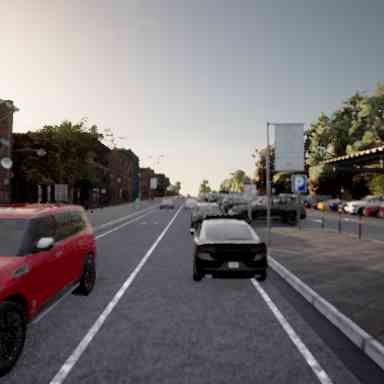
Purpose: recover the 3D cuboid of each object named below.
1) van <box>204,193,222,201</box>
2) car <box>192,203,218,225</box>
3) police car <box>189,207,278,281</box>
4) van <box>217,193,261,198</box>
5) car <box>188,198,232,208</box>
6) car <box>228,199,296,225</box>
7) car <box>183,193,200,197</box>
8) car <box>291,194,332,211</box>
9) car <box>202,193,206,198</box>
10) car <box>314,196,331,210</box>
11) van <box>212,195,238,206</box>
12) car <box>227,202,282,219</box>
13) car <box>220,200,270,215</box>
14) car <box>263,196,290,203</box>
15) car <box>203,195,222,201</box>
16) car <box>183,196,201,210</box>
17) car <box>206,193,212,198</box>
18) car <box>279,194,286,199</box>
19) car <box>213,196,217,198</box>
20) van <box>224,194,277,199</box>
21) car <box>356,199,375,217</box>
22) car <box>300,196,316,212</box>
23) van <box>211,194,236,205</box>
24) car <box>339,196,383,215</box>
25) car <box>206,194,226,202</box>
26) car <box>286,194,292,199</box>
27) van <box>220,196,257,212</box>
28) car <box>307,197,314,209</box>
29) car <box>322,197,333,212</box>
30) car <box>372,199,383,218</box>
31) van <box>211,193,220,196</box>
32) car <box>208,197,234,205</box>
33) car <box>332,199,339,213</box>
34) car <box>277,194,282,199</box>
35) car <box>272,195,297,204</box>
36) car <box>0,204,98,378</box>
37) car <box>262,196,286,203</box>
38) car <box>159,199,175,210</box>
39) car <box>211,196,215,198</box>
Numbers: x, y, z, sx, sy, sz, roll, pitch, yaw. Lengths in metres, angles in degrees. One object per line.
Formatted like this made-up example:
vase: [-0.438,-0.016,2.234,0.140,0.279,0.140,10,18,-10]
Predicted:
van: [5.419,1.347,86.585,4.442,1.987,1.878,0,0,0]
car: [0.940,1.649,26.201,1.837,1.490,4.892,0,0,0]
police car: [0.962,1.502,10.292,1.930,1.638,5.238,0,0,0]
van: [5.548,1.459,38.926,4.442,1.987,1.878,0,0,0]
car: [0.948,1.471,20.165,2.097,1.767,4.553,0,0,0]
car: [5.510,1.635,27.708,5.366,1.575,1.946,0,0,0]
car: [-0.081,1.526,60.797,2.097,1.767,4.553,0,0,0]
car: [18.684,1.445,50.796,5.566,2.045,2.435,0,0,0]
car: [5.545,1.371,72.569,5.566,2.045,2.435,0,0,0]
car: [18.920,1.691,42.467,5.366,1.575,1.946,0,0,0]
van: [5.728,1.447,58.553,4.442,1.987,1.878,0,0,0]
car: [5.690,1.690,30.511,4.674,1.452,2.002,0,0,0]
car: [5.667,1.674,36.118,5.008,1.535,2.097,0,0,0]
car: [18.467,1.619,73.003,5.366,1.575,1.946,0,0,0]
car: [5.523,1.563,89.390,5.008,1.535,2.097,0,0,0]
car: [-0.055,1.709,46.717,1.812,1.442,4.674,0,0,0]
car: [5.591,1.431,55.749,5.566,2.045,2.435,0,0,0]
car: [18.876,1.669,59.125,5.366,1.575,1.946,0,0,0]
car: [5.639,1.739,47.338,4.674,1.452,2.002,0,0,0]
van: [5.797,1.436,33.316,4.442,1.987,1.878,0,0,0]
car: [18.770,1.654,31.362,5.008,1.535,2.097,0,0,0]
car: [18.749,1.729,48.022,4.792,1.488,2.163,0,0,0]
van: [5.721,1.437,61.357,4.442,1.987,1.878,0,0,0]
car: [18.729,1.415,34.138,5.566,2.045,2.435,0,0,0]
car: [5.528,1.477,78.176,4.553,1.767,2.185,0,0,0]
car: [18.733,1.440,53.573,5.566,2.045,2.435,0,0,0]
van: [5.774,1.466,41.728,4.442,1.987,1.878,0,0,0]
car: [18.698,1.731,45.239,4.792,1.488,2.163,0,0,0]
car: [18.737,1.687,39.690,5.008,1.535,2.097,0,0,0]
car: [18.778,1.642,28.586,5.008,1.535,2.097,0,0,0]
van: [5.744,1.467,52.949,4.442,1.987,1.878,0,0,0]
car: [5.590,1.654,64.161,4.892,1.521,2.231,0,0,0]
car: [18.744,1.679,36.912,4.892,1.521,2.231,0,0,0]
car: [18.711,1.411,61.900,5.566,2.045,2.435,0,0,0]
car: [18.698,1.516,67.453,4.553,1.767,2.185,0,0,0]
car: [-3.357,1.272,5.933,2.150,2.045,5.566,0,0,0]
car: [18.651,1.613,75.780,4.892,1.521,2.231,0,0,0]
car: [-3.406,1.708,45.864,1.812,1.442,4.674,0,0,0]
car: [5.641,1.697,50.141,4.892,1.521,2.231,0,0,0]
